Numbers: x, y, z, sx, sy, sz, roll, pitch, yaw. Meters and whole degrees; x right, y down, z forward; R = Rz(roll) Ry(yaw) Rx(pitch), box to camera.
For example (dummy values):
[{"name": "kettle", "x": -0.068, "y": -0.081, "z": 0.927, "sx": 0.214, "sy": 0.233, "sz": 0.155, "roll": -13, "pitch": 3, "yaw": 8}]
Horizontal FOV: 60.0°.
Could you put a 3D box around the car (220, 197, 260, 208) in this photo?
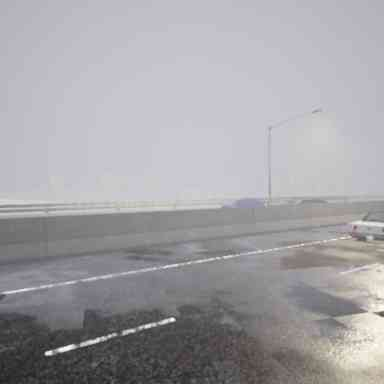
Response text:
[{"name": "car", "x": 5.013, "y": 1.258, "z": 33.160, "sx": 5.008, "sy": 1.535, "sz": 1.882, "roll": -1, "pitch": 0, "yaw": -35}]

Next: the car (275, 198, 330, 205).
[{"name": "car", "x": 9.571, "y": 1.251, "z": 27.803, "sx": 5.008, "sy": 1.535, "sz": 1.882, "roll": -1, "pitch": 0, "yaw": -35}]

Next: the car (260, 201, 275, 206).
[{"name": "car", "x": 9.380, "y": 1.301, "z": 31.932, "sx": 5.357, "sy": 1.411, "sz": 2.033, "roll": -1, "pitch": 0, "yaw": -35}]

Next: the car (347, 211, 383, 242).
[{"name": "car", "x": 8.740, "y": 1.452, "z": 14.198, "sx": 4.718, "sy": 1.301, "sz": 1.895, "roll": -1, "pitch": 0, "yaw": -35}]
